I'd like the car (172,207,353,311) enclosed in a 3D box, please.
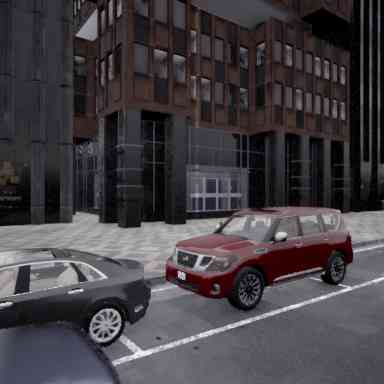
[{"bbox_3d":[1.846,1.315,7.961,5.009,1.841,2.192,0,0,-35],"label":"car"}]

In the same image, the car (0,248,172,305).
[{"bbox_3d":[-2.722,1.551,4.705,4.403,1.369,2.008,0,0,-35],"label":"car"}]

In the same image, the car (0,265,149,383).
[{"bbox_3d":[-2.857,1.547,1.341,5.357,1.411,2.033,0,0,-35],"label":"car"}]
